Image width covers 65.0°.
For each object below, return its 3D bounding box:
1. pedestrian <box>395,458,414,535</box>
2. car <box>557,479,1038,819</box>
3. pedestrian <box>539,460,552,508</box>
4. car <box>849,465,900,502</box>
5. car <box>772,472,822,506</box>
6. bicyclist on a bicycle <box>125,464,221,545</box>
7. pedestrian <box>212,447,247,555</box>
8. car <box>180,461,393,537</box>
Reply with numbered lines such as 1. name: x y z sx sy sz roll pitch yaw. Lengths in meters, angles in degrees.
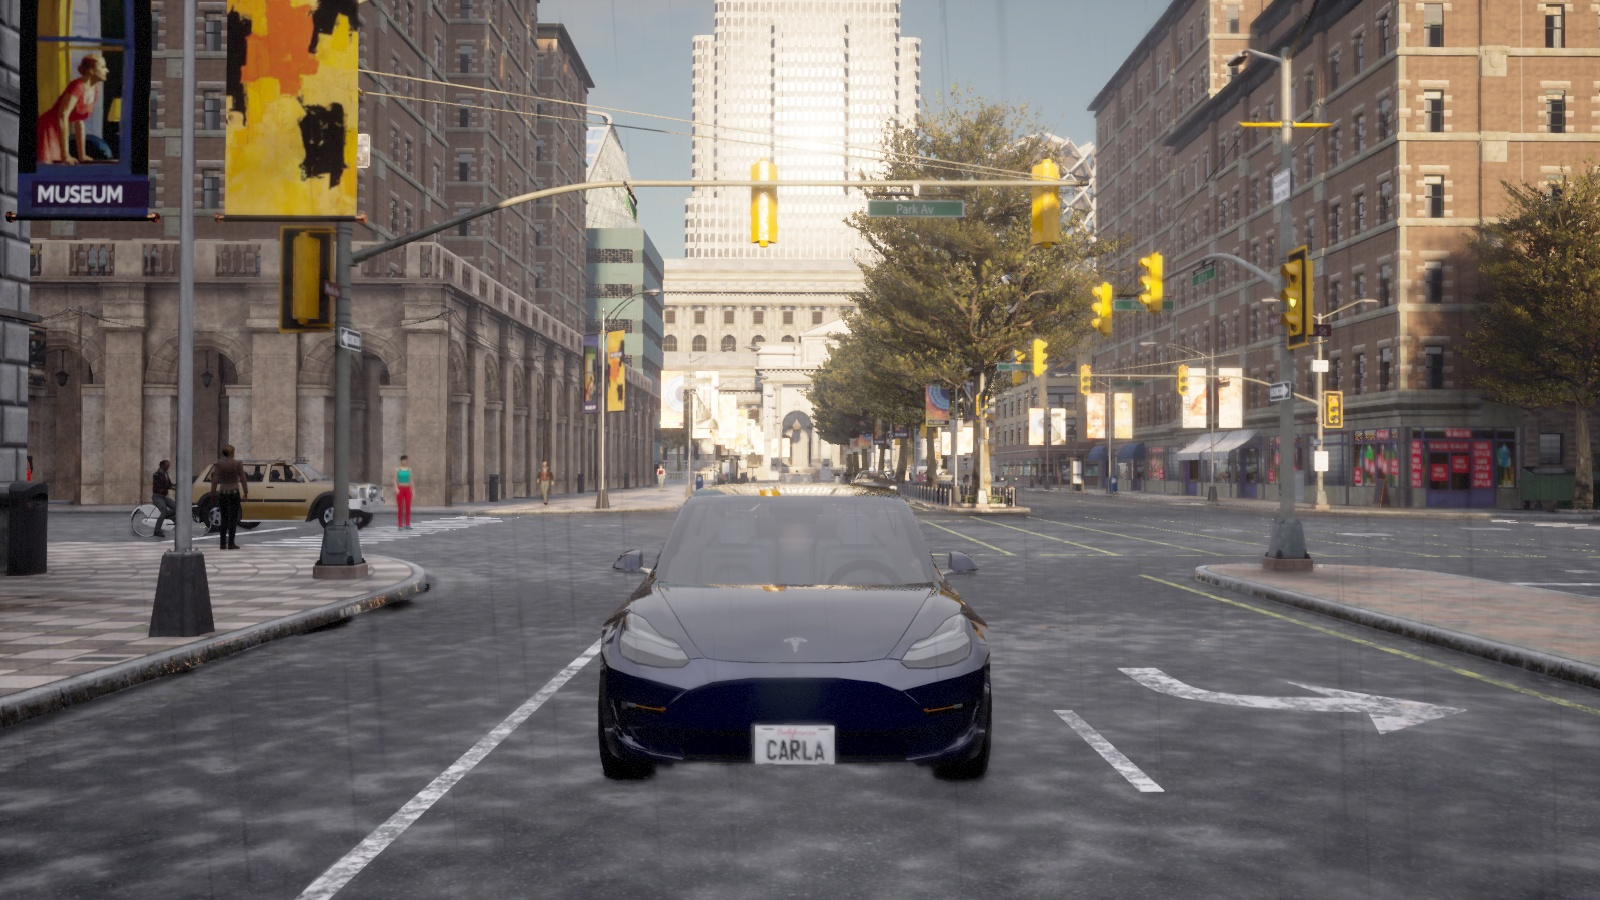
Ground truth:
1. pedestrian: -9.551 1.117 30.326 0.345 1.836 0.594 0 -1 -28
2. car: -0.020 0.950 8.059 2.163 1.488 4.792 0 -1 0
3. pedestrian: -10.101 1.347 49.837 0.376 1.854 0.720 0 -1 0
4. car: 3.435 1.566 58.898 2.152 1.651 5.027 0 -1 1
5. car: -0.140 1.785 57.926 2.163 1.488 4.792 0 -1 0
6. bicyclist on a bicycle: -14.120 1.216 28.301 1.843 1.776 0.659 0 -1 0
7. pedestrian: -9.950 0.878 21.896 0.331 1.846 0.634 0 -1 -2
8. car: -12.936 1.216 31.817 4.605 1.855 1.932 0 -1 0
